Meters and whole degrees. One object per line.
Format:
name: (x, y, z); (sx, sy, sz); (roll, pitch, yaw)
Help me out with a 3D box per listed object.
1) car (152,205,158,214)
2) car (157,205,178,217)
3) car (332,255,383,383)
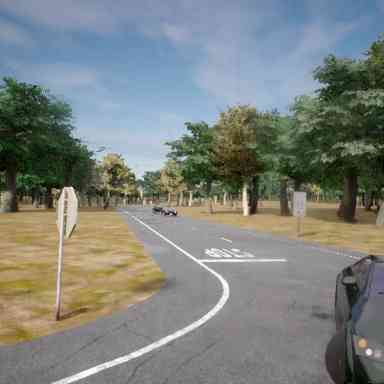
car: (-5.649, 2.961, 56.873); (1.882, 1.535, 5.008); (3, -2, -14)
car: (-3.411, 2.850, 48.022); (1.895, 1.301, 4.718); (3, -2, -13)
car: (3.094, 1.643, 4.607); (1.994, 1.385, 4.181); (1, -1, 22)
